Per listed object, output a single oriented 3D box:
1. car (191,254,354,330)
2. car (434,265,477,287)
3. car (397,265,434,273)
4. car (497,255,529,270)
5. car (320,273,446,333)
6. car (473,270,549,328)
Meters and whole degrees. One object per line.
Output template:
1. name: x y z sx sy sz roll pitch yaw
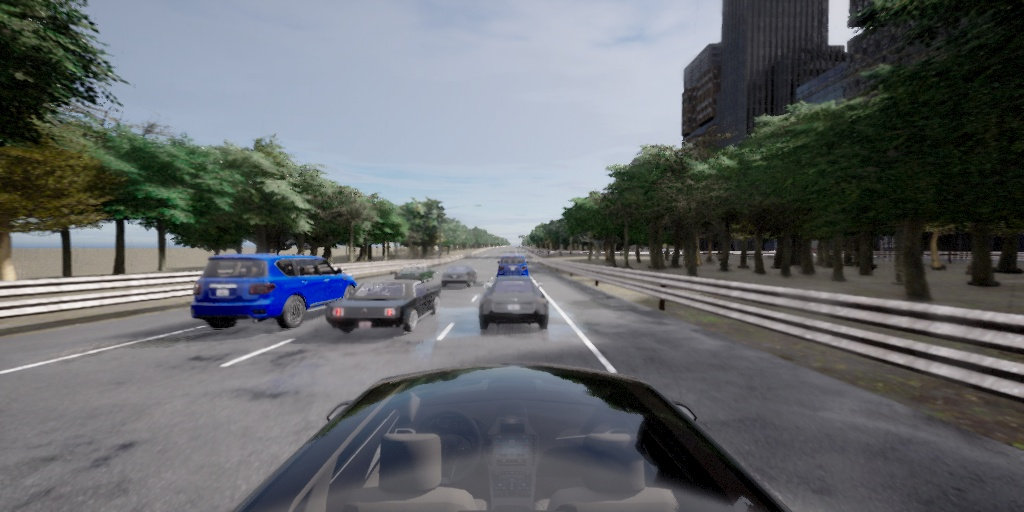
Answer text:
1. car: -6.933 0.970 11.303 2.150 2.045 5.566 0 0 0
2. car: -3.448 1.276 24.122 2.033 1.411 5.357 0 0 1
3. car: -6.933 1.324 26.383 1.895 1.301 4.718 0 0 0
4. car: 0.072 0.946 26.647 2.150 2.045 5.566 0 0 0
5. car: -3.440 1.349 10.675 1.895 1.301 4.718 0 0 0
6. car: 0.065 1.311 11.350 1.994 1.385 4.181 0 0 1
